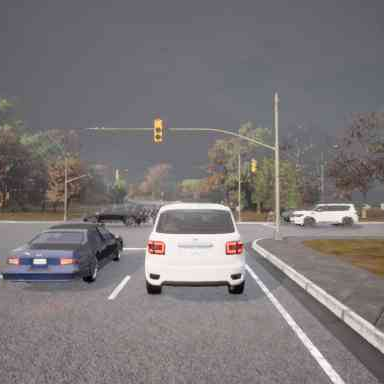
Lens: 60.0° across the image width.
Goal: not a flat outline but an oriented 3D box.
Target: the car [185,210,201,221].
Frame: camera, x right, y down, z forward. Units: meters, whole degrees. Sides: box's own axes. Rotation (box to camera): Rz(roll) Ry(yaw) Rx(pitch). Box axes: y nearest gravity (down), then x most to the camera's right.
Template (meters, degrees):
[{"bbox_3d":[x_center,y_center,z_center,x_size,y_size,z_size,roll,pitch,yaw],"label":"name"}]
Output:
[{"bbox_3d":[0.086,3.024,43.567,1.994,1.385,4.181,0,-2,-1],"label":"car"}]

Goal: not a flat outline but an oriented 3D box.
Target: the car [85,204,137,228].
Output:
[{"bbox_3d":[-6.675,2.069,29.379,5.566,2.045,2.150,0,-2,4],"label":"car"}]

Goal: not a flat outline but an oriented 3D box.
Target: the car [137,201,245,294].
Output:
[{"bbox_3d":[0.076,1.318,9.125,2.150,2.045,5.566,0,-1,0],"label":"car"}]

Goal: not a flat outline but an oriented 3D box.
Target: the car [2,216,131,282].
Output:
[{"bbox_3d":[-3.425,1.662,9.977,2.033,1.411,5.357,0,-1,0],"label":"car"}]

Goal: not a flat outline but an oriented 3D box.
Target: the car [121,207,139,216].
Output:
[{"bbox_3d":[-10.622,3.359,57.388,2.033,1.411,5.357,0,-1,1],"label":"car"}]

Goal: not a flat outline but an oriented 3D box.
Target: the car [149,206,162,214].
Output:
[{"bbox_3d":[-7.090,3.469,65.187,1.895,1.301,4.718,0,0,0],"label":"car"}]

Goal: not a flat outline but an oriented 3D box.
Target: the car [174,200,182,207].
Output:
[{"bbox_3d":[-3.661,3.077,87.387,1.882,1.535,5.008,0,0,-3],"label":"car"}]

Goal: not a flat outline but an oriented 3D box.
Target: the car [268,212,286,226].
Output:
[{"bbox_3d":[9.917,2.479,32.529,4.902,1.511,2.128,0,-3,-2],"label":"car"}]

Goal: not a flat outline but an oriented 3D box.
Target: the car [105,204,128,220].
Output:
[{"bbox_3d":[-10.644,2.800,47.095,2.150,2.045,5.566,0,-2,-2],"label":"car"}]

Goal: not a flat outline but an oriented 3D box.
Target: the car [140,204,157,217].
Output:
[{"bbox_3d":[-7.133,2.997,55.266,2.150,2.045,5.566,0,-1,0],"label":"car"}]

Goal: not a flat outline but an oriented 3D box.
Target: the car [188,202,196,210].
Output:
[{"bbox_3d":[-0.063,3.309,79.258,1.837,1.490,4.892,0,0,0],"label":"car"}]

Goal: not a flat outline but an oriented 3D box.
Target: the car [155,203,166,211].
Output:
[{"bbox_3d":[-7.058,3.367,75.885,2.033,1.411,5.357,0,0,0],"label":"car"}]

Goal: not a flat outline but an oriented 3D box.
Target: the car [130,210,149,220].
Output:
[{"bbox_3d":[-7.122,3.135,45.738,1.895,1.301,4.718,0,-2,-1],"label":"car"}]

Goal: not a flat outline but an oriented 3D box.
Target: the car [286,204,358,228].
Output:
[{"bbox_3d":[11.551,2.056,29.110,5.566,2.045,2.150,0,-3,-1],"label":"car"}]
